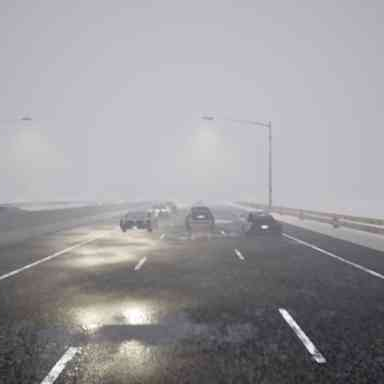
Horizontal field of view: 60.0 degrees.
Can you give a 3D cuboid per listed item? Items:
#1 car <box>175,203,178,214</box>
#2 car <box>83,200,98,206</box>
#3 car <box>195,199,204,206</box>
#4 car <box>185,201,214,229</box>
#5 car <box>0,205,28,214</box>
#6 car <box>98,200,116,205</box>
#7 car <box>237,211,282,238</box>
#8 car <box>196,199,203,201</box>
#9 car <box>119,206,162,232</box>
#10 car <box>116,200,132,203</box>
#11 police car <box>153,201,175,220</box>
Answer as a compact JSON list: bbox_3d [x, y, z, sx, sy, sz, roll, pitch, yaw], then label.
[{"bbox_3d":[-2.900,1.948,43.749,2.033,1.649,4.856,0,-1,2],"label":"car"},{"bbox_3d":[-19.720,2.278,65.033,2.128,1.511,4.902,0,-1,2],"label":"car"},{"bbox_3d":[1.776,2.447,77.234,1.837,1.490,4.892,0,-1,2],"label":"car"},{"bbox_3d":[0.508,1.707,23.958,2.033,1.649,4.856,0,0,-1],"label":"car"},{"bbox_3d":[-13.895,1.754,24.296,1.882,1.535,5.008,0,-1,1],"label":"car"},{"bbox_3d":[-16.204,2.314,65.366,2.033,1.411,5.357,0,-1,2],"label":"car"},{"bbox_3d":[3.734,1.782,18.986,1.994,1.385,4.181,0,-1,1],"label":"car"},{"bbox_3d":[1.381,2.314,64.972,1.812,1.442,4.674,0,-1,2],"label":"car"},{"bbox_3d":[-3.340,1.851,21.846,1.895,1.301,4.718,0,-1,1],"label":"car"},{"bbox_3d":[-12.706,2.317,65.290,2.033,1.411,5.357,0,-1,2],"label":"car"},{"bbox_3d":[-3.155,1.887,32.783,2.038,1.542,4.974,0,-1,1],"label":"police car"}]
